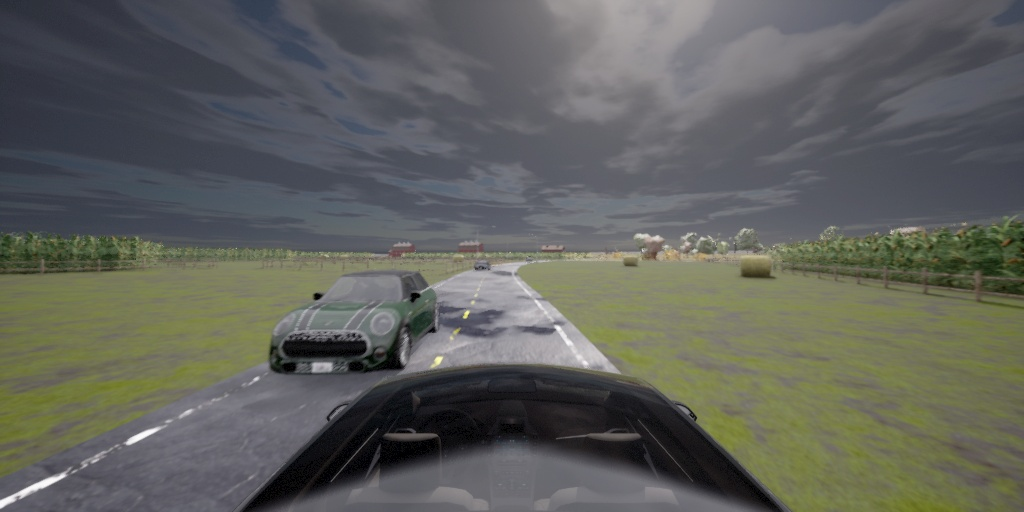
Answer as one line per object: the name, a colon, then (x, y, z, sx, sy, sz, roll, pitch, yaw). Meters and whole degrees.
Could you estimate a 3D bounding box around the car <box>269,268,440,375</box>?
car: (-2.946, 1.104, 7.721, 2.097, 1.767, 4.553, 0, 0, -1)

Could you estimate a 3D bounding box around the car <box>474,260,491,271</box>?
car: (-3.981, 1.285, 48.876, 1.994, 1.385, 4.181, 0, 0, 2)
